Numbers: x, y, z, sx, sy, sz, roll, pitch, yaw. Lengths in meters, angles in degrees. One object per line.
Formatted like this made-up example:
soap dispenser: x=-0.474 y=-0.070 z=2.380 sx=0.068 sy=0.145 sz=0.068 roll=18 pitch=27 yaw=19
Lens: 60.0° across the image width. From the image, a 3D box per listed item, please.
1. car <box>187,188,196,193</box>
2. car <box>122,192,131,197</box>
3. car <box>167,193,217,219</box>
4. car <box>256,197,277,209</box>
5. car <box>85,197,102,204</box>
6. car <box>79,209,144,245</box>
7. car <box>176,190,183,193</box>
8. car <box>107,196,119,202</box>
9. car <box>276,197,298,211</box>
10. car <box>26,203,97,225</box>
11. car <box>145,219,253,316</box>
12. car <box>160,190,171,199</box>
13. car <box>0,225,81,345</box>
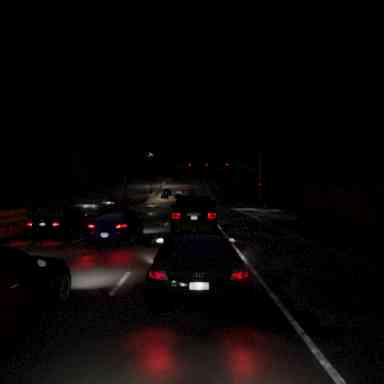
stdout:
car: x=-0.159 y=0.707 z=86.736 sx=2.150 sy=2.045 sz=5.566 roll=0 pitch=3 yaw=0
car: x=-17.677 y=0.814 z=89.690 sx=1.895 sy=1.301 sz=4.718 roll=0 pitch=3 yaw=0
car: x=0.089 y=1.204 z=17.022 sx=2.150 sy=2.045 sz=5.566 roll=0 pitch=0 yaw=0
car: x=10.746 y=1.435 z=42.805 sx=5.008 sy=1.535 sz=1.882 roll=0 pitch=0 yaw=0
car: x=-17.598 y=1.541 z=59.518 sx=1.895 sy=1.301 sz=4.718 roll=0 pitch=0 yaw=0
car: x=-3.410 y=1.510 z=15.304 sx=1.812 sy=1.442 sz=4.674 roll=0 pitch=0 yaw=0
car: x=-3.661 y=0.983 z=87.118 sx=1.812 sy=1.442 sz=4.674 roll=0 pitch=3 yaw=0
car: x=-17.583 y=1.494 z=74.467 sx=1.895 sy=1.301 sz=4.718 roll=0 pitch=0 yaw=0
car: x=13.196 y=1.508 z=39.271 sx=5.357 sy=1.411 sz=2.033 roll=0 pitch=0 yaw=-1
car: x=-6.902 y=1.530 z=17.756 sx=2.033 sy=1.411 sz=5.357 roll=0 pitch=0 yaw=-1
car: x=0.101 y=1.556 z=7.618 sx=1.994 sy=1.385 sz=4.181 roll=0 pitch=0 yaw=-1
car: x=-7.161 y=0.983 z=87.096 sx=1.812 sy=1.442 sz=4.674 roll=0 pitch=3 yaw=0
car: x=-3.407 y=1.521 z=5.031 sx=1.812 sy=1.442 sz=4.674 roll=0 pitch=0 yaw=0
